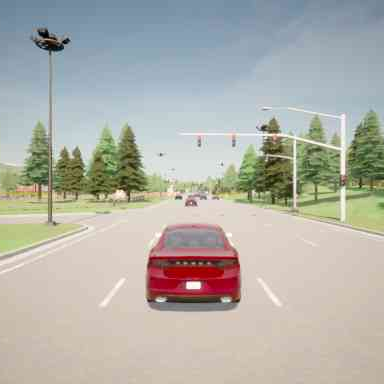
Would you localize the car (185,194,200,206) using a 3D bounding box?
[{"bbox_3d":[-0.151,1.525,52.877,1.812,1.442,4.674,0,0,0],"label":"car"}]

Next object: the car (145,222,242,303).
[{"bbox_3d":[0.039,1.478,8.275,1.882,1.535,5.008,0,0,0],"label":"car"}]

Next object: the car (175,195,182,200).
[{"bbox_3d":[-3.772,1.478,94.313,1.882,1.535,5.008,0,0,0],"label":"car"}]

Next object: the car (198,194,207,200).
[{"bbox_3d":[3.228,1.524,94.334,1.812,1.442,4.674,0,0,0],"label":"car"}]

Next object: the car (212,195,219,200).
[{"bbox_3d":[6.728,1.525,94.344,2.128,1.511,4.902,0,0,0],"label":"car"}]
